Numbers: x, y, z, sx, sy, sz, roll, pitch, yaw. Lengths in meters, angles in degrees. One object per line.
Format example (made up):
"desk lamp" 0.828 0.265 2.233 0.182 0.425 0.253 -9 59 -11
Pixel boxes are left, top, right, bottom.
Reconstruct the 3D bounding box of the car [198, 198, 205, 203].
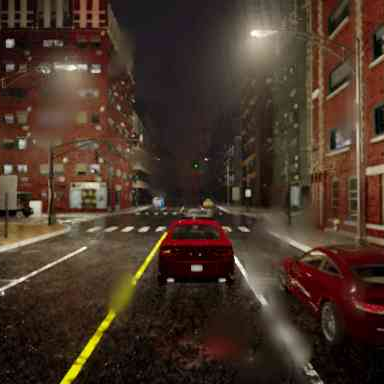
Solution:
"car" 2.734 2.283 94.935 1.802 1.307 4.206 1 0 0

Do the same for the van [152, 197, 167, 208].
"van" -5.656 1.746 55.412 1.690 1.788 3.998 1 0 0

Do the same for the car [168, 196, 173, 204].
"car" -5.654 2.113 72.367 1.802 1.307 4.206 1 0 0

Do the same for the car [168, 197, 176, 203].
"car" -5.645 2.246 94.976 1.887 1.381 4.507 1 0 0

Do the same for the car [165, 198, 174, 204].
"car" -5.649 2.166 83.671 2.008 1.369 4.403 1 0 0

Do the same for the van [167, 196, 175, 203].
"van" -5.644 1.999 89.325 1.690 1.788 3.998 1 0 0

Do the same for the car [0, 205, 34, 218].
"car" -18.698 1.971 34.505 4.313 1.339 1.947 0 -1 0

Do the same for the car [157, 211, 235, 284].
"car" 0.103 1.550 9.813 1.882 1.535 5.008 0 -1 0

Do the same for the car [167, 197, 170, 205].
"car" -5.657 2.029 61.063 1.802 1.307 4.206 1 0 0

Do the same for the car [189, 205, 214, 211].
"car" 0.611 1.758 21.499 1.895 1.301 4.718 0 0 9

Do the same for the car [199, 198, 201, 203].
"car" 2.729 2.117 77.978 1.887 1.381 4.507 1 0 0

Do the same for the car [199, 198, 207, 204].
"car" 2.731 2.181 83.629 1.947 1.339 4.313 1 0 0

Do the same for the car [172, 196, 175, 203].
"car" -5.651 2.097 77.850 1.752 1.417 4.829 1 0 0

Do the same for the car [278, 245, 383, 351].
"car" 2.840 1.627 6.116 1.802 1.307 4.206 1 0 0

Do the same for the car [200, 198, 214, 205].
"car" 2.721 1.931 55.539 1.752 1.417 4.829 1 0 0
